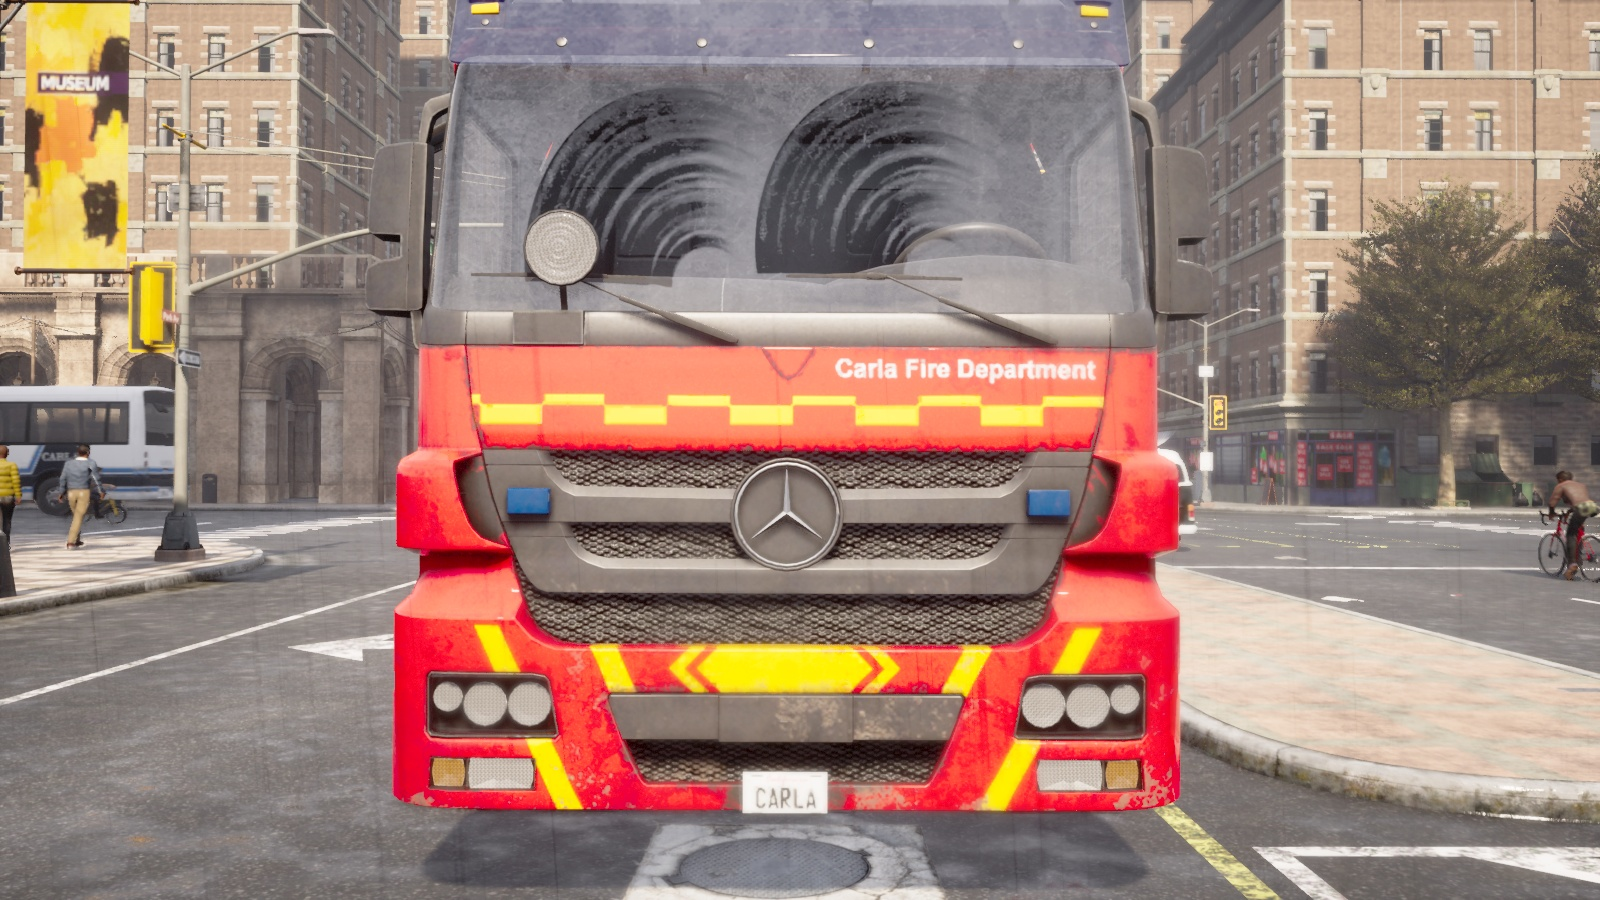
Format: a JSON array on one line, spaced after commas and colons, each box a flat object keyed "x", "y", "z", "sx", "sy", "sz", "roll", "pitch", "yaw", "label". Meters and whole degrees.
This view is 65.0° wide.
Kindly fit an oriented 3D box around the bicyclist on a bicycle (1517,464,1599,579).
[{"x": 11.409, "y": 1.034, "z": 18.623, "sx": 0.582, "sy": 1.620, "sz": 1.656, "roll": 0, "pitch": -1, "yaw": 0, "label": "bicyclist on a bicycle"}]

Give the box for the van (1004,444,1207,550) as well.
[{"x": 6.332, "y": 0.958, "z": 26.622, "sx": 2.069, "sy": 2.038, "sz": 4.480, "roll": 1, "pitch": -1, "yaw": -20, "label": "van"}]

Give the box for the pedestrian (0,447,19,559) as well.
[{"x": -13.221, "y": 0.873, "z": 20.834, "sx": 0.370, "sy": 1.835, "sz": 0.726, "roll": 0, "pitch": -1, "yaw": -27, "label": "pedestrian"}]

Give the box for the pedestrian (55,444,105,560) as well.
[{"x": -12.395, "y": 0.883, "z": 21.621, "sx": 0.423, "sy": 1.949, "sz": 0.788, "roll": 0, "pitch": -1, "yaw": -3, "label": "pedestrian"}]

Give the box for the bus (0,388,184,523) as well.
[{"x": -26.542, "y": 0.242, "z": 41.671, "sx": 10.273, "sy": 4.253, "sz": 3.944, "roll": -1, "pitch": -1, "yaw": -1, "label": "bus"}]

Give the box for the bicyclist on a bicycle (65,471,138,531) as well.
[{"x": -19.292, "y": 1.411, "z": 34.716, "sx": 1.509, "sy": 1.612, "sz": 0.866, "roll": 1, "pitch": -1, "yaw": 0, "label": "bicyclist on a bicycle"}]

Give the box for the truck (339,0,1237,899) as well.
[{"x": -0.054, "y": -0.211, "z": 8.305, "sx": 2.891, "sy": 3.827, "sz": 8.468, "roll": 0, "pitch": -1, "yaw": 0, "label": "truck"}]
